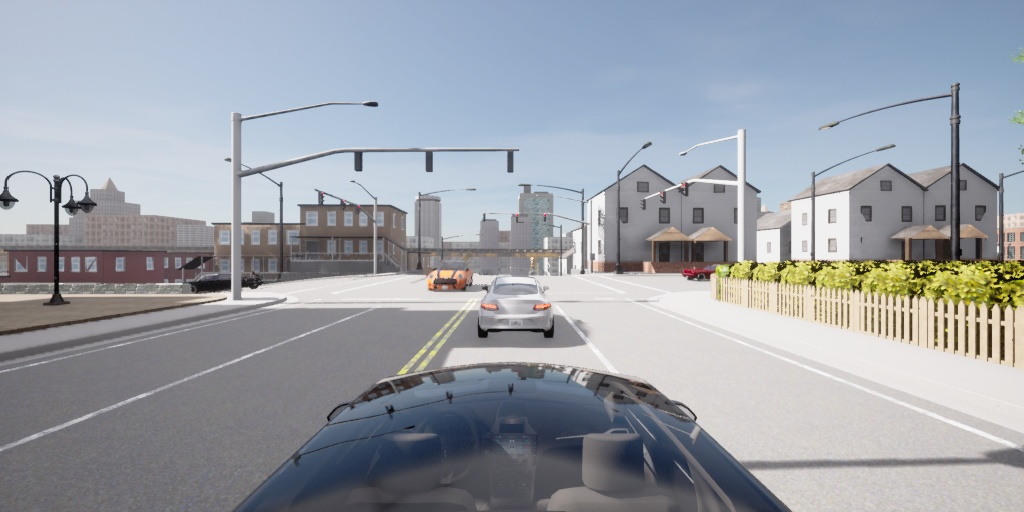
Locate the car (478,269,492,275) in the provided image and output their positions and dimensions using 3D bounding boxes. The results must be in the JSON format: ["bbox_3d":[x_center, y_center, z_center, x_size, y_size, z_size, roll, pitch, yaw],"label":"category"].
[{"bbox_3d":[-3.539,2.852,50.015,2.150,2.045,5.566,0,-8,-1],"label":"car"}]

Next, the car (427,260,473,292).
[{"bbox_3d":[-3.553,1.079,21.207,2.097,1.767,4.553,0,0,0],"label":"car"}]

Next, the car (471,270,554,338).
[{"bbox_3d":[0.101,1.276,10.071,1.812,1.442,4.674,0,0,0],"label":"car"}]

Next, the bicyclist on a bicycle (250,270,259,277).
[{"bbox_3d":[-25.569,2.214,35.648,0.582,1.620,1.656,-8,0,0],"label":"bicyclist on a bicycle"}]

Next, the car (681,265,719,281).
[{"bbox_3d":[16.312,1.351,28.875,4.718,1.301,1.895,0,0,-1],"label":"car"}]

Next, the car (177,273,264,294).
[{"bbox_3d":[-19.977,1.845,24.762,4.718,1.301,1.895,-4,0,-1],"label":"car"}]
